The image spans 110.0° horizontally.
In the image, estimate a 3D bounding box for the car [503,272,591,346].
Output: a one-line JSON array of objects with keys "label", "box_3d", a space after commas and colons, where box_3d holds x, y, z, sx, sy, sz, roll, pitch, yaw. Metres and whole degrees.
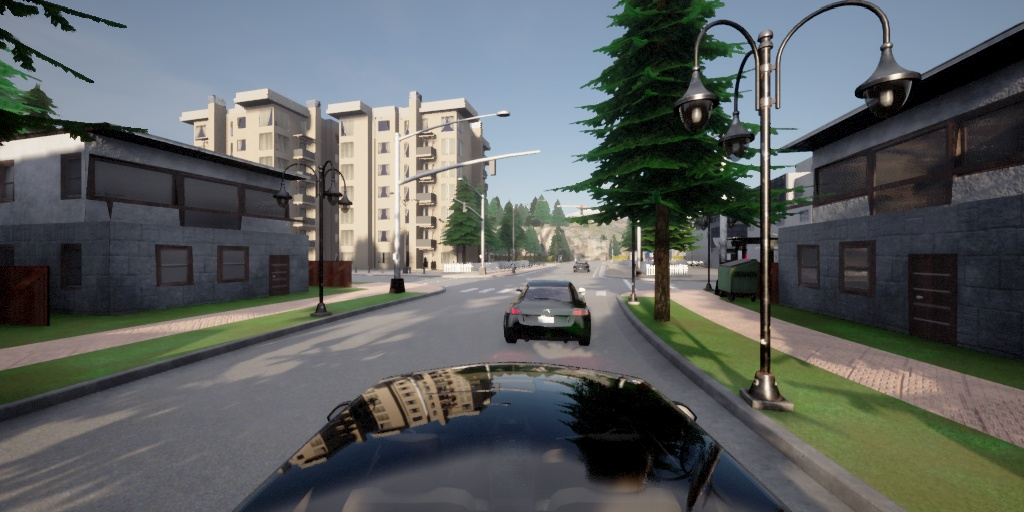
[{"label": "car", "box_3d": [1.012, 1.314, 9.535, 1.994, 1.385, 4.181, 0, 0, 9]}]

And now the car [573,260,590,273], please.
[{"label": "car", "box_3d": [8.719, 1.276, 44.725, 2.128, 1.511, 4.902, 0, 0, 14]}]
